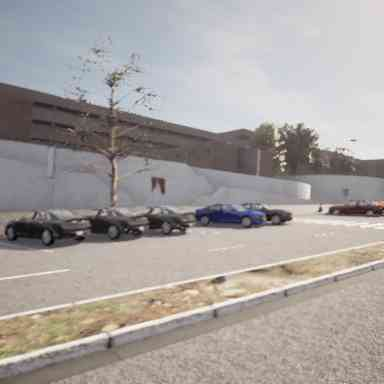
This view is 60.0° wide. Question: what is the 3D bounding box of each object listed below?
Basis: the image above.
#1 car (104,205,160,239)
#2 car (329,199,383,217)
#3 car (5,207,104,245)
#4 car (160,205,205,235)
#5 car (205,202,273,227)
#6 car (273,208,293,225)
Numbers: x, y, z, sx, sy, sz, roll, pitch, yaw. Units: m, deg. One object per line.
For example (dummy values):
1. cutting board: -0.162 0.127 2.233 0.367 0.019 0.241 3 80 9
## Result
1. car: -4.419 1.514 17.319 4.892 1.521 2.231 -1 0 33
2. car: 16.576 1.641 33.824 5.008 1.535 2.097 0 -1 32
3. car: -6.786 1.517 15.548 4.892 1.521 2.231 -1 0 34
4. car: -2.065 1.513 19.112 4.892 1.521 2.231 -1 0 33
5. car: 2.587 1.516 22.762 5.008 1.535 2.097 -1 -1 32
6. car: 4.911 1.522 24.599 5.008 1.535 2.097 -1 -1 32
